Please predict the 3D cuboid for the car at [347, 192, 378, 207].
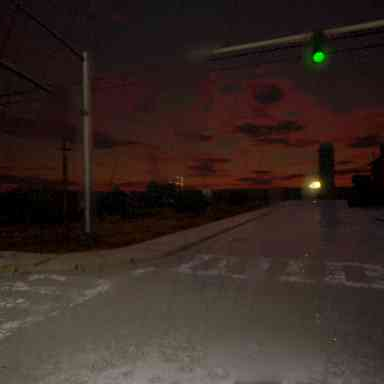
[{"bbox_3d":[23.044,1.045,45.007,1.905,1.878,3.866,-7,0,-21],"label":"car"}]
